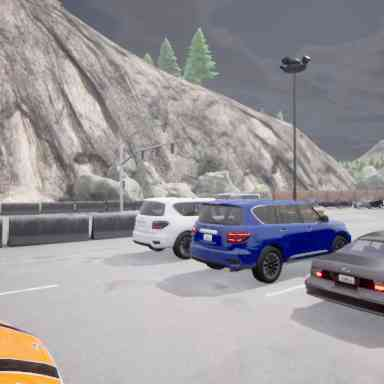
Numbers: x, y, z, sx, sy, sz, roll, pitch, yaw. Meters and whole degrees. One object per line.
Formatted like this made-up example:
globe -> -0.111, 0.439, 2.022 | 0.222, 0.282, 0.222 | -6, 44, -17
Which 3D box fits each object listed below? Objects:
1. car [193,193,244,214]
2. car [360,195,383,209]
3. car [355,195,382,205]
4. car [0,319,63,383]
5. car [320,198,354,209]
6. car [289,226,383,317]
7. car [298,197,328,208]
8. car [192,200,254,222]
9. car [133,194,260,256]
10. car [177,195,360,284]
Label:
car -> 2.969, 1.189, 36.451 | 5.566, 2.045, 2.150 | 0, 0, -36
car -> 22.174, 1.376, 41.804 | 4.902, 1.511, 2.128 | 0, 0, -36
car -> 29.732, 1.308, 55.941 | 4.902, 1.511, 2.128 | 0, 0, -36
car -> -2.975, 1.350, 1.618 | 4.553, 1.767, 2.097 | 0, 0, -36
car -> 19.216, 1.490, 43.978 | 4.718, 1.301, 1.895 | 0, 0, -36
car -> 4.702, 1.546, 7.191 | 5.357, 1.411, 2.033 | 0, 0, -36
car -> 17.074, 1.453, 46.745 | 4.181, 1.385, 1.994 | 0, 0, -36
car -> 2.601, 1.484, 27.514 | 4.902, 1.511, 2.128 | 0, 0, -36
car -> 0.484, 1.220, 12.773 | 5.566, 2.045, 2.150 | 0, 0, -36
car -> 2.511, 1.220, 9.897 | 5.566, 2.045, 2.150 | 0, 0, -38
